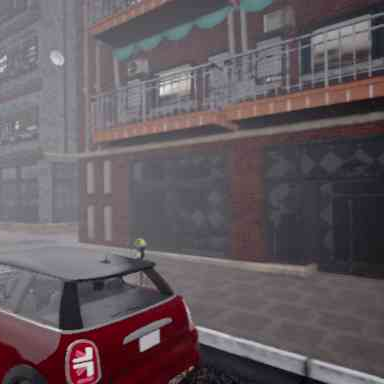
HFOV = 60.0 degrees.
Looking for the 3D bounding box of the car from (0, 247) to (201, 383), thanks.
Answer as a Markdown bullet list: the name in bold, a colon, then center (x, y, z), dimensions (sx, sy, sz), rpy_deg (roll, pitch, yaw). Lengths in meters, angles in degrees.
- **car**: center (-1.983, 1.443, 4.308), dimensions (4.097, 1.590, 1.967), rpy_deg (0, -1, 36)
